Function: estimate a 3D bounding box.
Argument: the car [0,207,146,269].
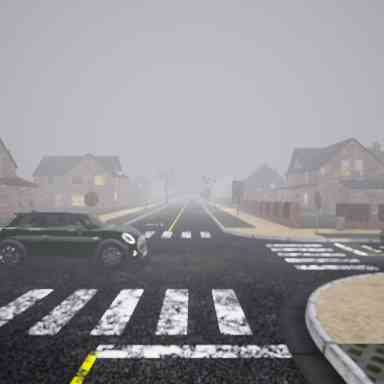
[{"bbox_3d":[-3.804,1.398,10.889,4.553,1.767,2.097,0,0,0],"label":"car"}]

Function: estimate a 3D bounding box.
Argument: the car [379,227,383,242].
[{"bbox_3d":[10.477,1.631,13.870,4.892,1.490,1.837,0,0,0],"label":"car"}]

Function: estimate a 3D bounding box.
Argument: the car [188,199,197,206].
[{"bbox_3d":[0.033,2.055,65.759,2.033,1.411,5.357,0,-1,0],"label":"car"}]
